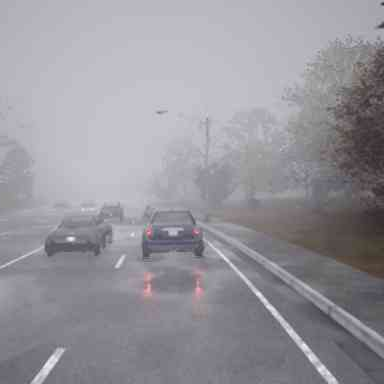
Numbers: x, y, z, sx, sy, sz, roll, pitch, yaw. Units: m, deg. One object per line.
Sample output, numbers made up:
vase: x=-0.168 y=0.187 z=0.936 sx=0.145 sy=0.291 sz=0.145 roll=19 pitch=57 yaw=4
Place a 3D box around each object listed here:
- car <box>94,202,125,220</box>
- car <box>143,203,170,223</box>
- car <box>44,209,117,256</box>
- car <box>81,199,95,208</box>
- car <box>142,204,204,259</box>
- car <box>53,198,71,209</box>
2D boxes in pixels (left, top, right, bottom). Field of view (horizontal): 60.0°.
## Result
car: x=-6.746 y=1.555 z=28.196 sx=2.128 sy=1.511 sz=4.902 roll=0 pitch=0 yaw=-11
car: x=-3.005 y=1.657 z=27.322 sx=1.895 sy=1.301 sz=4.718 roll=0 pitch=0 yaw=-10
car: x=-4.396 y=1.597 z=13.447 sx=1.994 sy=1.385 sz=4.181 roll=0 pitch=0 yaw=-6
car: x=-15.407 y=1.677 z=49.629 sx=1.994 sy=1.385 sz=4.181 roll=0 pitch=0 yaw=-14
car: x=-0.836 y=1.377 z=13.035 sx=2.097 sy=1.767 sz=4.553 roll=0 pitch=0 yaw=-6
car: x=-18.506 y=1.590 z=47.556 sx=1.882 sy=1.535 sz=5.008 roll=0 pitch=0 yaw=-14
